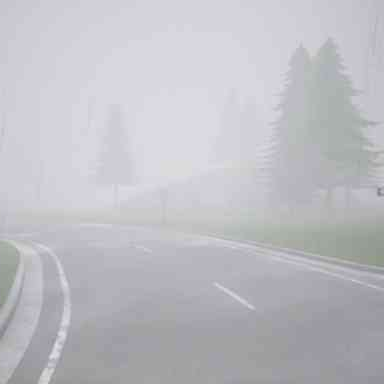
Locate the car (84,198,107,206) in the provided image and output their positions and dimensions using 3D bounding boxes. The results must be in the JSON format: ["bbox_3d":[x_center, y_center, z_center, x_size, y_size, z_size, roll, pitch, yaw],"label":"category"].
[{"bbox_3d":[-20.796,2.318,73.529,1.812,1.442,4.674,-1,-1,30],"label":"car"}]

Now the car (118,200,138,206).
[{"bbox_3d":[-13.812,2.326,71.599,1.895,1.301,4.718,-1,-1,30],"label":"car"}]

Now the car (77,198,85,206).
[{"bbox_3d":[-23.801,2.184,75.327,2.097,1.767,4.553,-1,-1,30],"label":"car"}]
